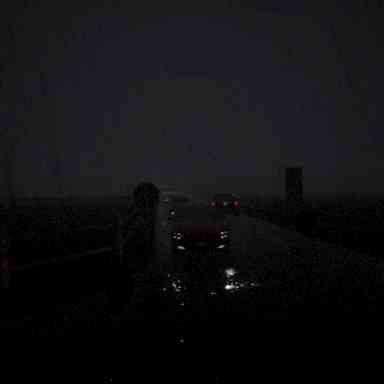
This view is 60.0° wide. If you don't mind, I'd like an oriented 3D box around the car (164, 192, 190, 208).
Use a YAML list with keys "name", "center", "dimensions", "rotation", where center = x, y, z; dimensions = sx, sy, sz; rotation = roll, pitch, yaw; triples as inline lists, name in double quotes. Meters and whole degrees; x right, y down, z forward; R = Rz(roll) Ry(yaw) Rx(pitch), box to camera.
- name: "car"
  center: [-0.850, 1.020, 23.898]
  dimensions: [1.837, 1.490, 4.892]
  rotation: [-1, 1, -6]

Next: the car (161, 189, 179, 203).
- name: "car"
  center: [-2.006, 0.767, 35.074]
  dimensions: [1.882, 1.535, 5.008]
  rotation: [-1, 1, -6]

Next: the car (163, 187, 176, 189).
- name: "car"
  center: [-3.048, 0.304, 45.261]
  dimensions: [2.150, 2.045, 5.566]
  rotation: [-1, 1, -6]

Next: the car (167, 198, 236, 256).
- name: "car"
  center: [0.149, 1.219, 12.338]
  dimensions: [1.882, 1.535, 5.008]
  rotation: [-1, 1, -3]

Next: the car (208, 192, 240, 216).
- name: "car"
  center: [2.027, 0.795, 24.619]
  dimensions: [2.097, 1.767, 4.553]
  rotation: [-1, 1, -6]
